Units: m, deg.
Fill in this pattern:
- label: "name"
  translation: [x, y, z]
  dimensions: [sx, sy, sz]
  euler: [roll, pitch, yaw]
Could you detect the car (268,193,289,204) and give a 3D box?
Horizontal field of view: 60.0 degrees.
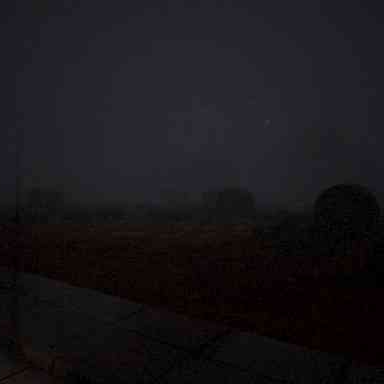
- label: "car"
  translation: [16.819, 1.159, 64.575]
  dimensions: [3.866, 1.878, 1.905]
  euler: [-2, 6, -11]
